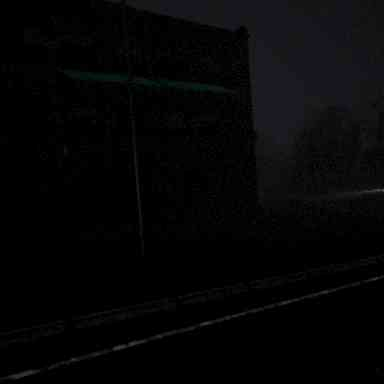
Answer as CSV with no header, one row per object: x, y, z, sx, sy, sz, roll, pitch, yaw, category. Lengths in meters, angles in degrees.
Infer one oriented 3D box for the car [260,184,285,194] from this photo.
13.808,-0.486,57.264,1.837,1.490,4.892,-6,-1,-30,car
